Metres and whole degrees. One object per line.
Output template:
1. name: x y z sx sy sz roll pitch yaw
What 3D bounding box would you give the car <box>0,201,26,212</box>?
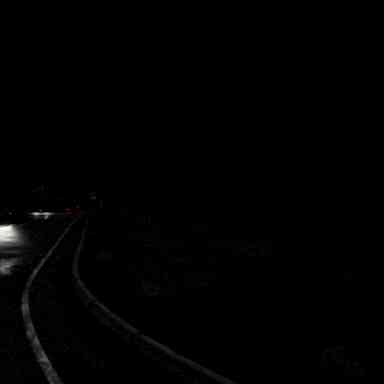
1. car: -27.444 2.074 48.797 5.366 1.575 1.946 1 -3 -17

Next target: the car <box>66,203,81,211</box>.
1. car: -19.245 2.425 54.155 1.895 1.301 4.718 1 -1 -16

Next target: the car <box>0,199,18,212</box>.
1. car: -26.818 1.833 45.946 4.553 1.767 2.185 1 -3 -17

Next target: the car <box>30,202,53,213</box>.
1. car: -19.852 2.014 44.529 2.033 1.411 5.357 1 -2 -16

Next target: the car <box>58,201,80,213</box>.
1. car: -16.318 1.977 44.135 1.837 1.490 4.892 1 -2 -16

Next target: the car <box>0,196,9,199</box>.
1. car: -24.175 1.399 37.113 5.566 2.045 2.435 1 -2 -17

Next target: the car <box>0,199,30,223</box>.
1. car: -14.444 1.548 25.827 2.128 1.511 4.902 1 -1 -16
